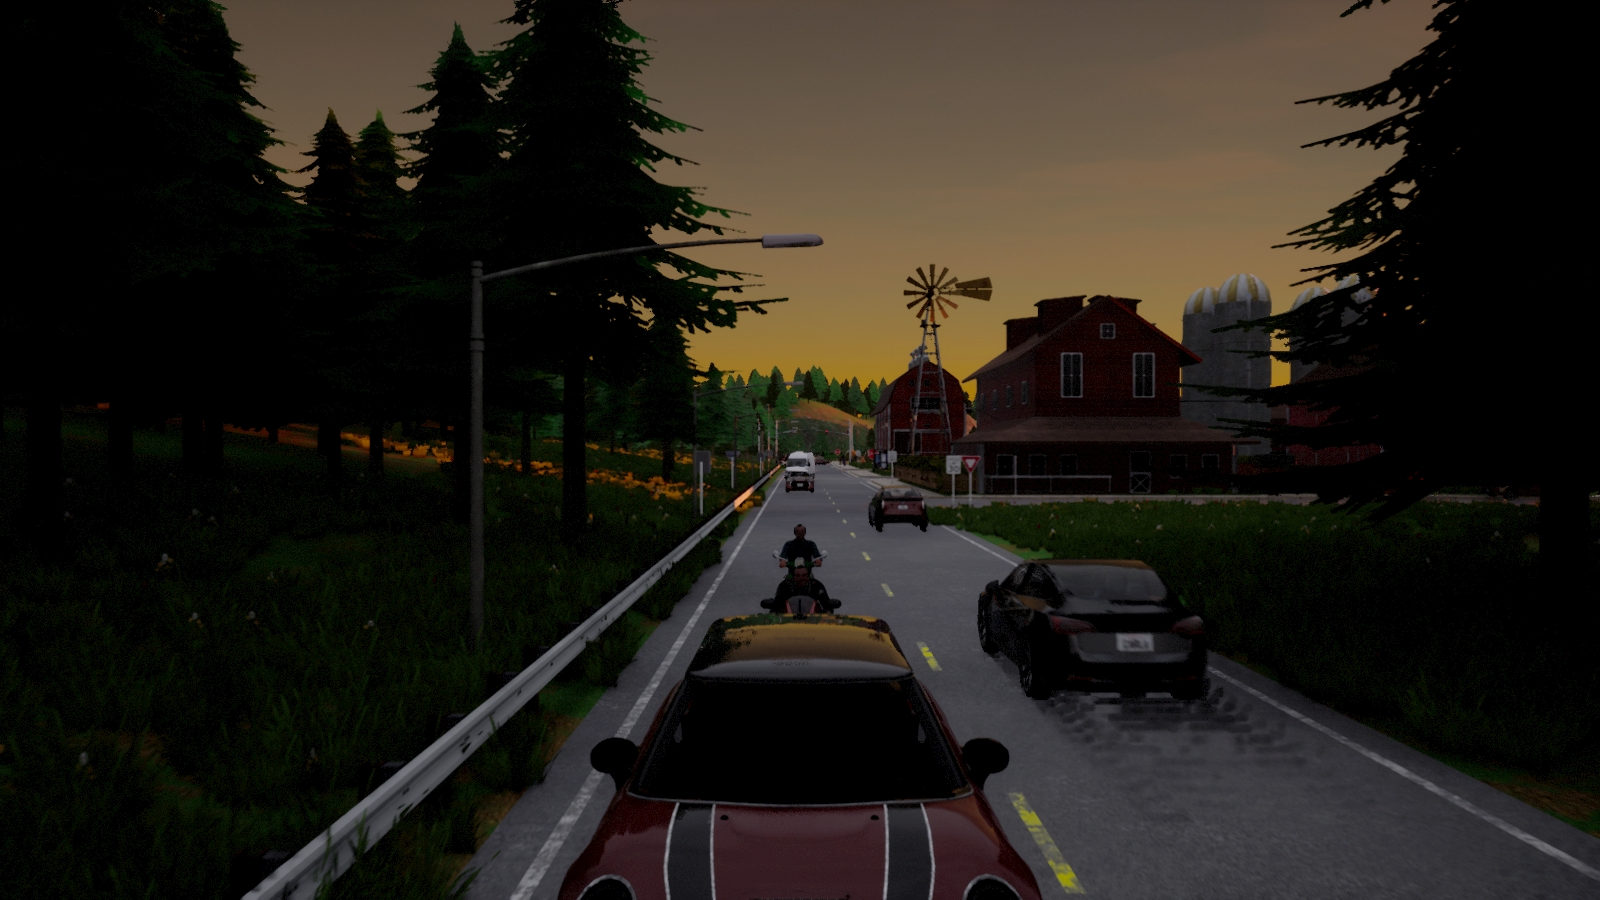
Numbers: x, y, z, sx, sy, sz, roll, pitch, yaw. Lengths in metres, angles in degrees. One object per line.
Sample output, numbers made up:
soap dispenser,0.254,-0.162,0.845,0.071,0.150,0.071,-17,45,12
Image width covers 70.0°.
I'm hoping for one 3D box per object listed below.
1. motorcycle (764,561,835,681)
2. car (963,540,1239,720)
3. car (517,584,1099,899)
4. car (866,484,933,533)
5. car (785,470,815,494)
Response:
motorcycle,-0.003,2.202,15.104,0.867,1.251,2.209,0,0,0
car,3.471,2.060,14.273,2.163,1.488,4.792,0,0,0
car,0.030,1.904,6.390,2.097,1.767,4.553,0,0,0
car,3.495,2.033,40.884,2.007,1.525,4.514,0,0,0
car,-0.005,2.053,75.031,1.970,1.475,3.806,0,0,0
